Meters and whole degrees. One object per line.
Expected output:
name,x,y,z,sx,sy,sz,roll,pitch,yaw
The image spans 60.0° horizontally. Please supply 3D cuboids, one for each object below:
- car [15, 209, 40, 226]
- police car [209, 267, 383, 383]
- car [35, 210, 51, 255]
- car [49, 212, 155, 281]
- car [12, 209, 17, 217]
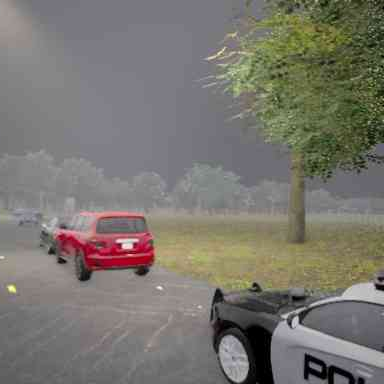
car,-17.743,2.884,36.321,2.033,1.411,5.357,2,-3,-24
police car,2.135,1.643,3.534,1.930,1.638,5.238,3,-3,-35
car,-6.325,1.996,16.707,2.097,1.767,4.553,3,-3,-31
car,-3.262,1.703,11.710,2.150,2.045,5.566,3,-3,-32
car,-30.352,3.684,58.773,1.882,1.535,5.008,2,-3,-18
